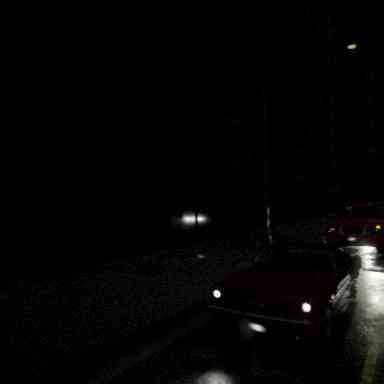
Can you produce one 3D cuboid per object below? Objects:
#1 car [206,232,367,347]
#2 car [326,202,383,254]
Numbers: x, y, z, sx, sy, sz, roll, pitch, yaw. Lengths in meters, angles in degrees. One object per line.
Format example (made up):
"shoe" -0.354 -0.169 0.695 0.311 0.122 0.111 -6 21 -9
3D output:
"car" 2.198 1.768 6.880 1.895 1.301 4.718 -2 -2 34
"car" 7.759 1.515 15.290 2.150 2.045 5.566 -2 -2 33
